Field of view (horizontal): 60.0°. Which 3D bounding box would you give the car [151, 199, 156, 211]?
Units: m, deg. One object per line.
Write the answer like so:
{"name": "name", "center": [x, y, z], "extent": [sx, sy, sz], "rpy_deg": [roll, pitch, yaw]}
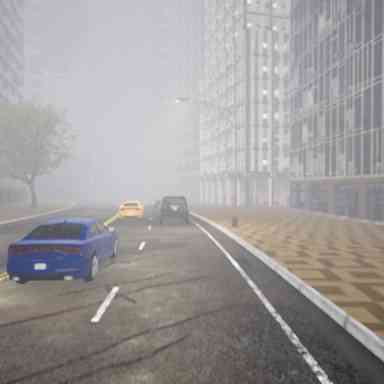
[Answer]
{"name": "car", "center": [-4.129, 1.586, 42.606], "extent": [1.812, 1.442, 4.674], "rpy_deg": [0, 0, -11]}

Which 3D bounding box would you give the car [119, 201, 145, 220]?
{"name": "car", "center": [-5.074, 1.529, 28.110], "extent": [1.882, 1.535, 5.008], "rpy_deg": [0, 0, -7]}

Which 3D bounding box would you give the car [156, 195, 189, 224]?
{"name": "car", "center": [-1.475, 1.255, 25.552], "extent": [2.150, 2.045, 5.566], "rpy_deg": [0, 0, -6]}

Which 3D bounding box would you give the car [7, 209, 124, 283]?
{"name": "car", "center": [-3.463, 1.499, 9.827], "extent": [1.882, 1.535, 5.008], "rpy_deg": [0, 0, -3]}
